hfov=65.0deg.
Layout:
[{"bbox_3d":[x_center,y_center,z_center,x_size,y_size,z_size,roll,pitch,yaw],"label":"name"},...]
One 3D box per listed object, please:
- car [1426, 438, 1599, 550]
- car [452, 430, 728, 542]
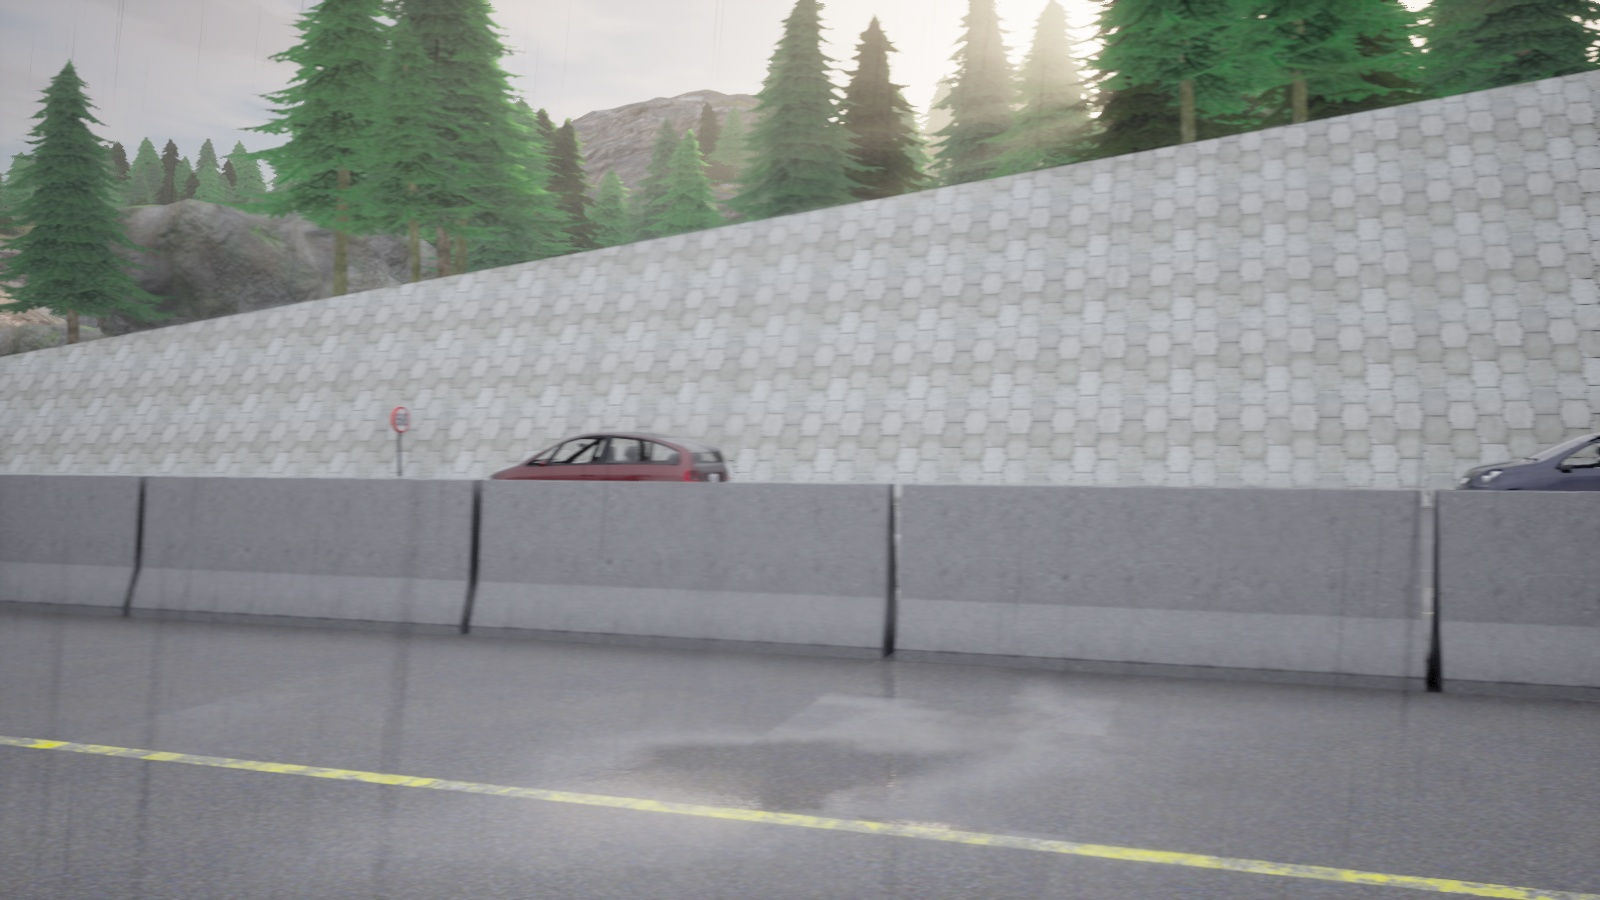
[{"bbox_3d":[11.098,0.595,17.921,3.633,1.501,1.845,1,1,19],"label":"car"},{"bbox_3d":[-3.156,0.488,19.024,3.705,1.549,1.789,1,1,19],"label":"car"}]
